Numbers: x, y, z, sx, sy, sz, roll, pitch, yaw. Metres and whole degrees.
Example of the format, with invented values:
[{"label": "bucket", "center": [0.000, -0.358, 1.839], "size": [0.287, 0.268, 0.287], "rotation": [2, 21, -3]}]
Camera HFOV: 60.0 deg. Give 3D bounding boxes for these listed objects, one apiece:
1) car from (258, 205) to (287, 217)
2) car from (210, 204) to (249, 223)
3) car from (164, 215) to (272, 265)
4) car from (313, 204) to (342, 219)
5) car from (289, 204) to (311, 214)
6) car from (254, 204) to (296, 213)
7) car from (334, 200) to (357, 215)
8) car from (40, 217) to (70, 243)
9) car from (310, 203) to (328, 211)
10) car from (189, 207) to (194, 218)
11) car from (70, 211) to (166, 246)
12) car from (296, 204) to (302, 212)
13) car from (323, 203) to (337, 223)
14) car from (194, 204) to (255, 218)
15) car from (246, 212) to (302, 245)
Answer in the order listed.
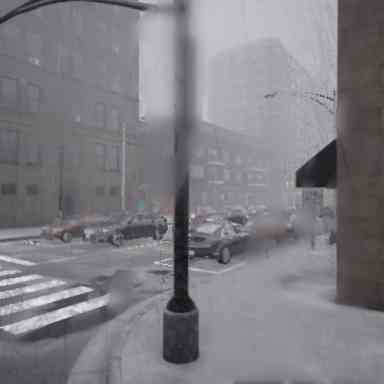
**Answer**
[{"label": "car", "center": [9.829, 2.263, 40.356], "size": [1.947, 1.339, 4.313], "rotation": [-1, -1, 35]}, {"label": "car", "center": [3.559, 1.949, 31.249], "size": [1.967, 1.590, 4.097], "rotation": [-1, -1, 35]}, {"label": "car", "center": [1.188, 1.803, 12.770], "size": [2.008, 1.369, 4.403], "rotation": [-1, -1, 35]}, {"label": "car", "center": [16.153, 2.252, 39.444], "size": [2.128, 1.511, 4.902], "rotation": [0, -1, 35]}, {"label": "car", "center": [16.101, 2.451, 49.466], "size": [1.947, 1.339, 4.313], "rotation": [-1, -1, 35]}, {"label": "car", "center": [8.457, 2.090, 33.802], "size": [2.128, 1.511, 4.902], "rotation": [0, -1, 35]}, {"label": "car", "center": [22.575, 2.171, 48.829], "size": [2.150, 2.045, 5.566], "rotation": [0, -1, 35]}, {"label": "car", "center": [-5.849, 1.812, 17.583], "size": [1.802, 1.307, 4.206], "rotation": [0, -1, 35]}, {"label": "car", "center": [22.373, 2.625, 58.576], "size": [2.008, 1.369, 4.403], "rotation": [-1, -1, 35]}, {"label": "car", "center": [0.423, 1.856, 26.694], "size": [1.967, 1.590, 4.097], "rotation": [-1, -1, 35]}, {"label": "car", "center": [-3.247, 1.743, 16.820], "size": [2.128, 1.511, 4.902], "rotation": [0, -1, 35]}, {"label": "car", "center": [12.965, 2.373, 44.911], "size": [1.802, 1.307, 4.206], "rotation": [-1, -1, 35]}, {"label": "car", "center": [13.728, 2.065, 30.987], "size": [1.967, 1.590, 4.097], "rotation": [-1, -1, 35]}, {"label": "car", "center": [2.570, 1.915, 25.268], "size": [2.128, 1.511, 4.902], "rotation": [0, -1, 35]}, {"label": "car", "center": [4.322, 1.927, 17.323], "size": [1.802, 1.307, 4.206], "rotation": [-1, -1, 35]}]
